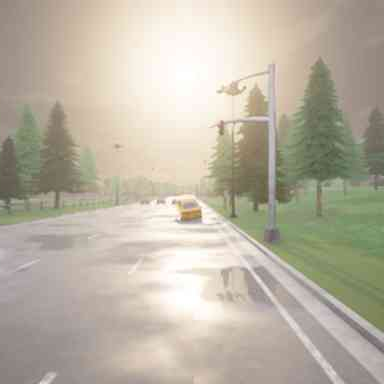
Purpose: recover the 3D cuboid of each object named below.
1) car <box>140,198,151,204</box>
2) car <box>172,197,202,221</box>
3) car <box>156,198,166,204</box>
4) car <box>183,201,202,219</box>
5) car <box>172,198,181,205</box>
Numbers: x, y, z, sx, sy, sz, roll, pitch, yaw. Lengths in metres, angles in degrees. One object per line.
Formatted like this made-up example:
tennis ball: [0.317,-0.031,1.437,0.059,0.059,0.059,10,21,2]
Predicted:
car: [-10.495,2.067,75.288,2.033,1.411,5.357,0,0,0]
car: [-0.364,1.281,30.308,1.882,1.535,5.008,-8,16,-6]
car: [-6.995,2.067,75.288,2.033,1.411,5.357,0,0,0]
car: [0.042,1.801,33.841,1.812,1.442,4.674,0,1,0]
car: [-3.495,2.080,75.288,1.994,1.385,4.181,0,0,0]
